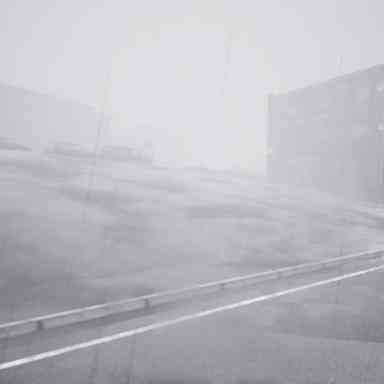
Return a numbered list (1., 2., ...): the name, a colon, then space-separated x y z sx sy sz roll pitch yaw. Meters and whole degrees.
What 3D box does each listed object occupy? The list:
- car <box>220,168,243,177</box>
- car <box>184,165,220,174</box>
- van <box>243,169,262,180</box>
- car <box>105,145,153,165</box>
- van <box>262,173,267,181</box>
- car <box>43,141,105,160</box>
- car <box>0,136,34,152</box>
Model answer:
1. car: 4.476 -2.352 45.033 2.002 1.452 4.674 1 -2 40
2. car: 0.918 -2.587 40.790 2.002 1.452 4.674 0 -2 41
3. van: 8.060 -2.355 49.437 1.878 1.987 4.442 1 -2 39
4. car: -6.406 -3.282 32.545 2.435 2.045 5.566 0 -1 44
5. van: 11.441 -2.076 53.815 1.878 1.987 4.442 1 -2 38
6. car: -10.277 -3.328 28.482 2.185 1.767 4.553 0 -1 45
7. car: -14.240 -3.352 24.473 4.892 1.521 2.231 2 -1 -44
